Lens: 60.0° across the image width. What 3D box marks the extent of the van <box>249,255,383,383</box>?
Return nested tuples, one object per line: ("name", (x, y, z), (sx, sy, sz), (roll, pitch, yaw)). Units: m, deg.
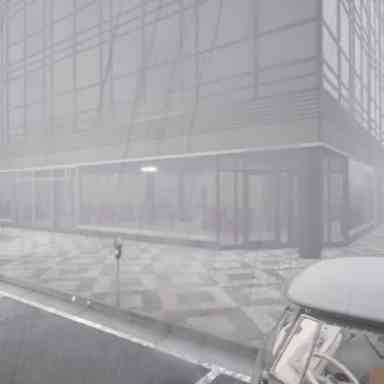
("van", (2.143, 1.335, 1.432), (3.998, 1.788, 1.690), (0, 0, 36))
